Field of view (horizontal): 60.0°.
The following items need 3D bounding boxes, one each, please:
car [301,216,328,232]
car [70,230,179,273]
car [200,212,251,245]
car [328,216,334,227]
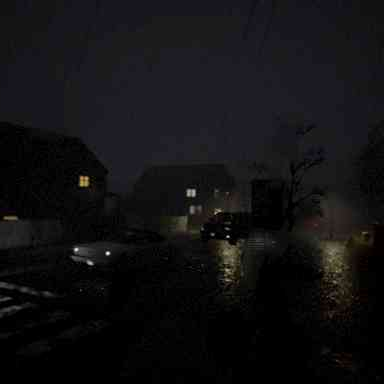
[{"bbox_3d":[13.591,3.673,37.419,2.033,1.411,5.357,1,-3,28],"label":"car"},{"bbox_3d":[-2.431,2.206,13.191,1.895,1.301,4.718,1,-3,28],"label":"car"},{"bbox_3d":[2.553,2.374,22.695,2.150,2.045,5.566,1,-3,28],"label":"car"},{"bbox_3d":[19.922,4.343,49.528,2.128,1.511,4.902,1,-3,28],"label":"car"}]
